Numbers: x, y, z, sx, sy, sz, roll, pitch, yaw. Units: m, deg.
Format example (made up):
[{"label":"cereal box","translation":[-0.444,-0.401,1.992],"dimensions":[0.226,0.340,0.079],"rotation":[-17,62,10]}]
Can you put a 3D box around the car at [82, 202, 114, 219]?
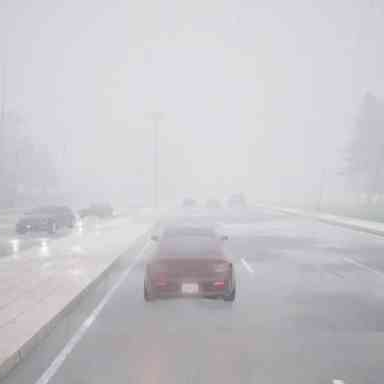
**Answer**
[{"label":"car","translation":[-8.284,1.595,29.124],"dimensions":[1.895,1.301,4.718],"rotation":[0,0,0]}]

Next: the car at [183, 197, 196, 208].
[{"label":"car","translation":[-0.442,1.495,49.194],"dimensions":[1.837,1.490,4.892],"rotation":[0,0,-1]}]

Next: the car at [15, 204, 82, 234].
[{"label":"car","translation":[-8.246,1.501,19.180],"dimensions":[1.837,1.490,4.892],"rotation":[0,0,0]}]

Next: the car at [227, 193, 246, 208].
[{"label":"car","translation":[6.558,1.211,49.221],"dimensions":[2.150,2.045,5.566],"rotation":[0,0,-1]}]

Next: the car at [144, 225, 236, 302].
[{"label":"car","translation":[-0.057,1.524,8.148],"dimensions":[1.812,1.442,4.674],"rotation":[0,0,-1]}]

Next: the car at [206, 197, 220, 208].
[{"label":"car","translation":[3.058,1.516,49.234],"dimensions":[1.812,1.442,4.674],"rotation":[0,0,-1]}]
